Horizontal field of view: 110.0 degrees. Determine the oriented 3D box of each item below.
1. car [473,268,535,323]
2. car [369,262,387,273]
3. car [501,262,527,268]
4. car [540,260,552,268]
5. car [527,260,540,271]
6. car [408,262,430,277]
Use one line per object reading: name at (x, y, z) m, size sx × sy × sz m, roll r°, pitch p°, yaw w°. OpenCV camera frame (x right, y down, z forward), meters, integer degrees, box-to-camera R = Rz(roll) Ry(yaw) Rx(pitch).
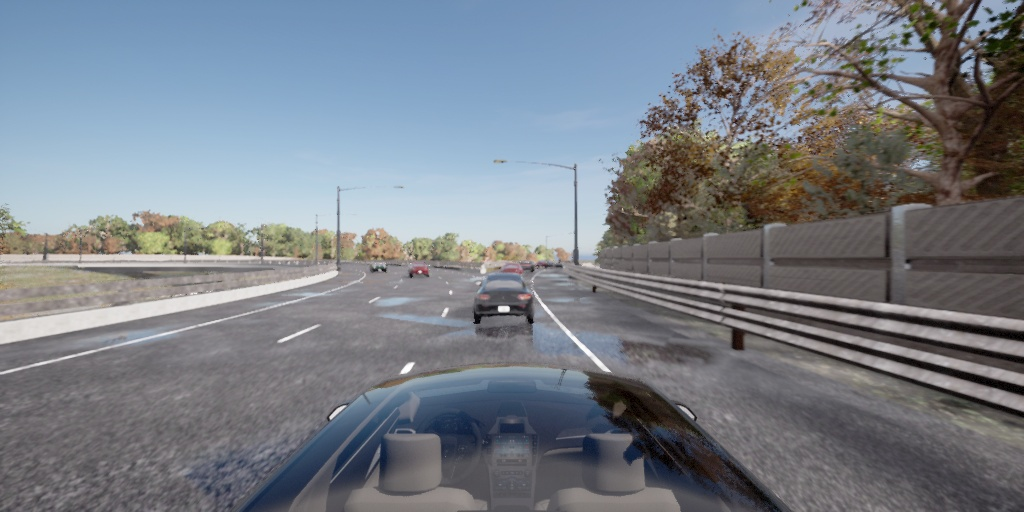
car at (-0.257, 1.296, 12.162) m, size 1.812 × 1.442 × 4.674 m, roll 0°, pitch 0°, yaw -1°
car at (-17.777, 1.496, 47.521) m, size 1.895 × 1.301 × 4.718 m, roll 0°, pitch 0°, yaw -26°
car at (0.045, 1.329, 30.211) m, size 1.812 × 1.442 × 4.674 m, roll 0°, pitch 0°, yaw 4°
car at (5.290, 1.408, 62.646) m, size 1.812 × 1.442 × 4.674 m, roll 0°, pitch -1°, yaw 13°
car at (1.957, 1.318, 45.800) m, size 2.128 × 1.511 × 4.902 m, roll 0°, pitch 0°, yaw 9°
car at (-9.625, 1.374, 36.869) m, size 1.812 × 1.442 × 4.674 m, roll 0°, pitch 0°, yaw -19°
